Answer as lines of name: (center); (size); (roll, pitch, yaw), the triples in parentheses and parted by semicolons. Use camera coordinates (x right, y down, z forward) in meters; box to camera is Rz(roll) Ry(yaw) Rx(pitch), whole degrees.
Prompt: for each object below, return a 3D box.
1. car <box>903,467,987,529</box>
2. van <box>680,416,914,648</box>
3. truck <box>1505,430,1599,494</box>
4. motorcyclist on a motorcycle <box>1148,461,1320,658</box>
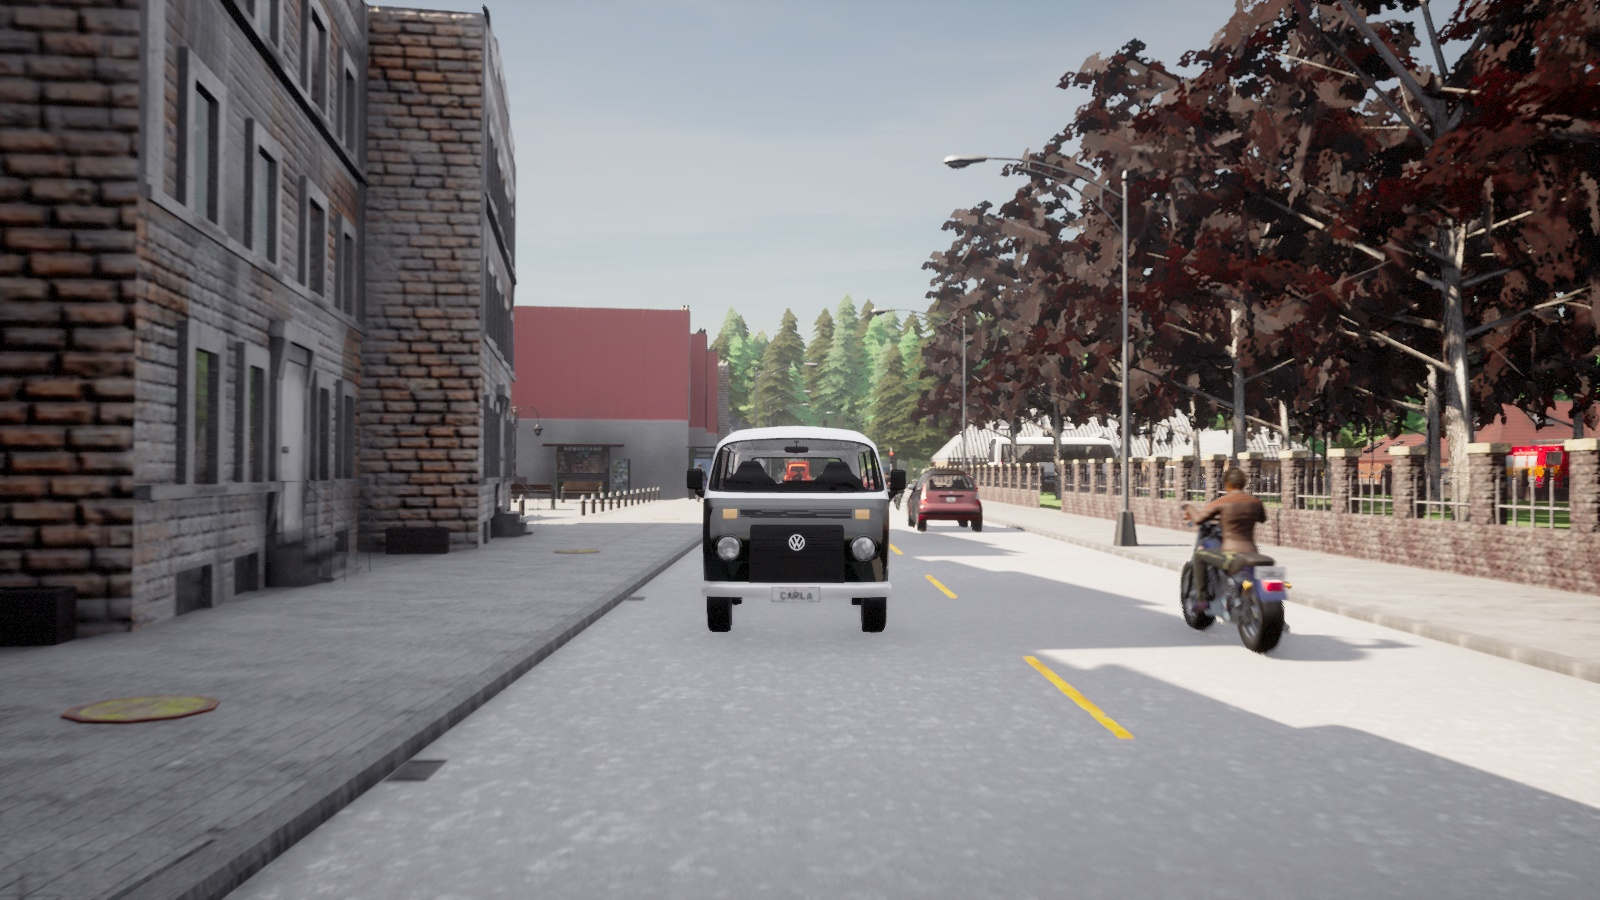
car: (3.916, 1.274, 34.486); (1.851, 1.617, 3.988); (0, -1, 0)
van: (-0.034, 0.762, 13.361); (2.069, 2.038, 4.480); (0, -1, 0)
truck: (49.057, 0.797, 80.230); (2.891, 3.827, 8.468); (0, -1, -3)
motorcyclist on a motorcycle: (3.971, 0.945, 11.725); (0.766, 1.649, 2.350); (0, -1, 0)
